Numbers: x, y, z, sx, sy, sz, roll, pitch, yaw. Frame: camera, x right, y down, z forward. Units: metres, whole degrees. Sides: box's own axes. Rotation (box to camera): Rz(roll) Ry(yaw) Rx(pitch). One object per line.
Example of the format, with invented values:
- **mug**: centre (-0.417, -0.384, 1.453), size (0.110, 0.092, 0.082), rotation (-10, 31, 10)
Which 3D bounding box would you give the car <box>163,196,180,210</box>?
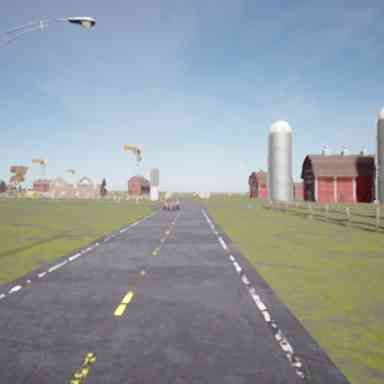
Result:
- **car**: centre (-2.749, 1.495, 45.536), size (2.097, 1.767, 4.553), rotation (0, 0, 0)
